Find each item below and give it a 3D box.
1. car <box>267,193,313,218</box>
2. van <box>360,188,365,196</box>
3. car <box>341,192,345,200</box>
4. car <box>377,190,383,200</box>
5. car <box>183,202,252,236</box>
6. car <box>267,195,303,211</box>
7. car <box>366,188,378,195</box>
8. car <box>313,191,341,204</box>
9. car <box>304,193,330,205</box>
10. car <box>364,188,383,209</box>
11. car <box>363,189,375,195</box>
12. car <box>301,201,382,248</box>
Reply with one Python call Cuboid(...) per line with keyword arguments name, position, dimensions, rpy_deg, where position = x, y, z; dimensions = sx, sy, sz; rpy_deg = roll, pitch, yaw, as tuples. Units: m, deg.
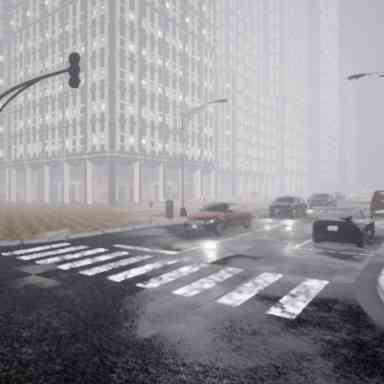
Cuboid(name="car", position=(7.212, 1.035, 24.917), dimensions=(1.837, 1.490, 4.892), rpy_deg=(0, 1, 35))
Cuboid(name="van", position=(38.253, -0.089, 73.417), dimensions=(1.690, 1.788, 3.998), rpy_deg=(1, 2, 35))
Cuboid(name="car", position=(21.981, 0.583, 50.341), dimensions=(1.887, 1.381, 4.507), rpy_deg=(1, 2, 35))
Cuboid(name="car", position=(30.807, 0.393, 52.834), dimensions=(1.882, 1.535, 5.008), rpy_deg=(0, 1, 35))
Cuboid(name="car", position=(1.438, 1.226, 16.730), dimensions=(1.812, 1.442, 4.674), rpy_deg=(0, 1, 35))
Cuboid(name="car", position=(8.963, 0.984, 31.877), dimensions=(1.947, 1.339, 4.313), rpy_deg=(1, 2, 35))
Cuboid(name="car", position=(44.762, -0.177, 82.652), dimensions=(1.967, 1.590, 4.097), rpy_deg=(1, 2, 35))
Cuboid(name="car", position=(13.131, 0.861, 33.296), dimensions=(1.837, 1.490, 4.892), rpy_deg=(0, 1, 35))
Cuboid(name="car", position=(15.471, 0.793, 41.109), dimensions=(1.947, 1.339, 4.313), rpy_deg=(1, 2, 35))
Cuboid(name="car", position=(15.849, 0.727, 27.094), dimensions=(2.192, 1.841, 5.009), rpy_deg=(1, 2, 35))
Cuboid(name="car", position=(41.508, 0.042, 78.038), dimensions=(1.947, 1.339, 4.313), rpy_deg=(1, 2, 35))
Cuboid(name="car", position=(6.085, 1.265, 13.252), dimensions=(1.947, 1.339, 4.313), rpy_deg=(1, 2, 35))
